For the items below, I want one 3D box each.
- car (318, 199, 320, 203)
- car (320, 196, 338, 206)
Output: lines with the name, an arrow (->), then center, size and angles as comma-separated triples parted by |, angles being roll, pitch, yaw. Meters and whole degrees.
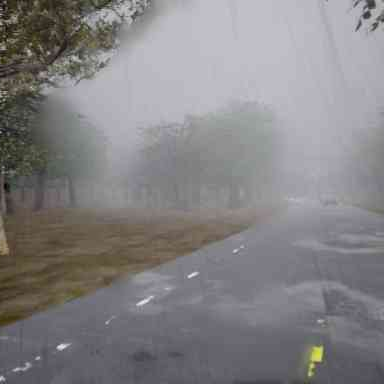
car -> 27.236, 1.765, 68.699 | 1.895, 1.301, 4.718 | -1, 0, 16
car -> 23.940, 1.503, 57.733 | 2.097, 1.767, 4.553 | -1, 0, 18
